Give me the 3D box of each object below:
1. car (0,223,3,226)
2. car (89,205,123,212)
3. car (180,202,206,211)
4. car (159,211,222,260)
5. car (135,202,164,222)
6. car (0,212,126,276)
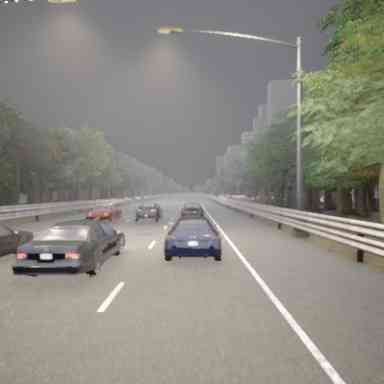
[{"bbox_3d":[-6.970,1.593,10.419,2.033,1.411,5.357,0,0,1],"label":"car"},{"bbox_3d":[-6.954,1.707,26.967,1.895,1.301,4.718,0,0,1],"label":"car"},{"bbox_3d":[0.052,1.615,27.596,1.837,1.490,4.892,0,0,0],"label":"car"},{"bbox_3d":[0.048,1.619,12.620,1.994,1.385,4.181,0,0,0],"label":"car"},{"bbox_3d":[-3.449,1.600,27.557,2.128,1.511,4.902,0,0,0],"label":"car"},{"bbox_3d":[-3.468,1.593,10.443,2.033,1.411,5.357,0,0,0],"label":"car"}]
